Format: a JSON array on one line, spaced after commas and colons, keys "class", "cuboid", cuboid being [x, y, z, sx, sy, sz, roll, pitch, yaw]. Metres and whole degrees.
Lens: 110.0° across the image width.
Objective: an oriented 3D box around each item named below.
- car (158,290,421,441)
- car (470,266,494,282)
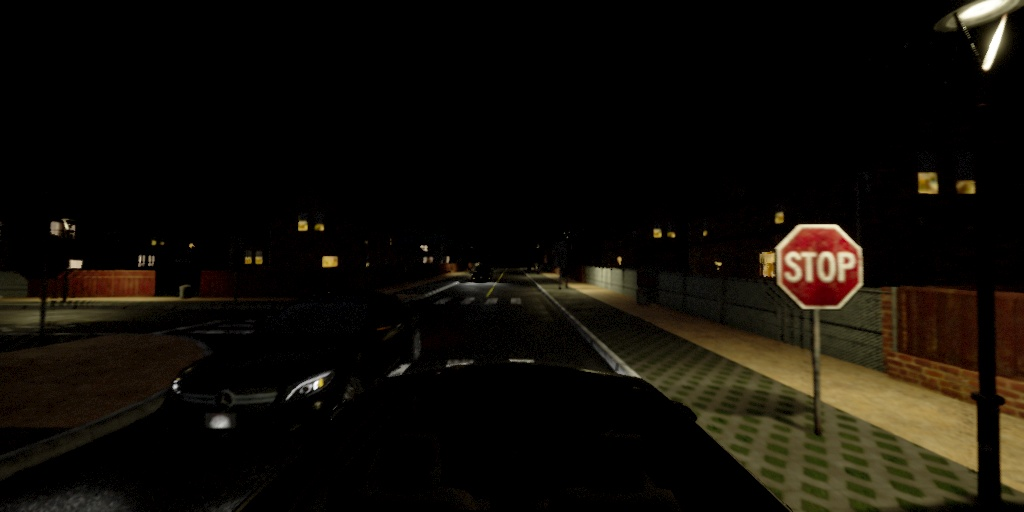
[{"class": "car", "cuboid": [-2.749, 1.323, 5.710, 1.812, 1.442, 4.674, 0, -1, 0]}, {"class": "car", "cuboid": [-2.753, 1.671, 33.759, 1.837, 1.490, 4.892, 0, 0, 0]}]
